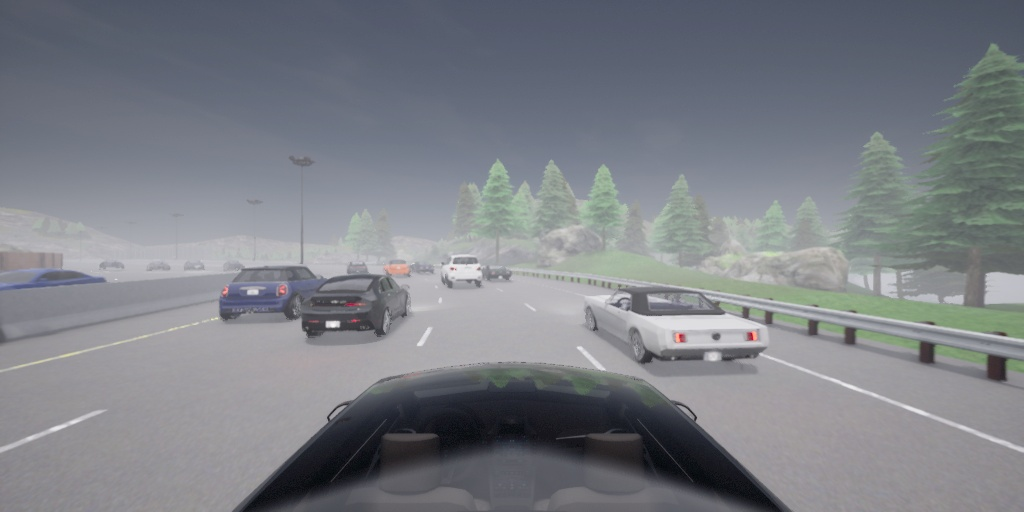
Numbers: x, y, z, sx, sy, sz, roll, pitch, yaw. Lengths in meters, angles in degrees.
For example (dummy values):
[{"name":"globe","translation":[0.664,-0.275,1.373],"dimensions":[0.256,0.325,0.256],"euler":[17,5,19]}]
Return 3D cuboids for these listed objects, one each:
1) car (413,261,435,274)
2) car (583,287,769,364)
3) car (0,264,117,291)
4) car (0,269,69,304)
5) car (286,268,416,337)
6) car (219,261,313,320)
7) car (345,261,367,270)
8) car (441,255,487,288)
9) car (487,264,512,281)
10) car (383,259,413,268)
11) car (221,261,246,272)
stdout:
[{"name":"car","translation":[-10.407,1.316,41.097],"dimensions":[2.033,1.411,5.357],"euler":[0,0,-28]},{"name":"car","translation":[3.088,1.344,8.059],"dimensions":[1.895,1.301,4.718],"euler":[0,0,-5]},{"name":"car","translation":[-19.207,1.267,14.333],"dimensions":[1.882,1.535,5.008],"euler":[0,0,-12]},{"name":"car","translation":[-23.224,1.362,16.177],"dimensions":[1.994,1.385,4.181],"euler":[0,0,-15]},{"name":"car","translation":[-4.216,1.263,10.342],"dimensions":[1.837,1.490,4.892],"euler":[0,0,-6]},{"name":"car","translation":[-8.148,1.118,12.917],"dimensions":[2.097,1.767,4.553],"euler":[0,0,-9]},{"name":"car","translation":[-15.710,1.272,36.237],"dimensions":[2.128,1.511,4.902],"euler":[0,0,-26]},{"name":"car","translation":[-3.536,0.973,24.454],"dimensions":[2.150,2.045,5.566],"euler":[0,-1,-17]},{"name":"car","translation":[-1.614,1.352,29.862],"dimensions":[1.895,1.301,4.718],"euler":[0,0,-19]},{"name":"car","translation":[-11.546,1.123,35.598],"dimensions":[2.097,1.767,4.553],"euler":[0,0,-25]},{"name":"car","translation":[-39.100,1.376,50.318],"dimensions":[5.357,1.411,2.033],"euler":[0,0,45]}]
